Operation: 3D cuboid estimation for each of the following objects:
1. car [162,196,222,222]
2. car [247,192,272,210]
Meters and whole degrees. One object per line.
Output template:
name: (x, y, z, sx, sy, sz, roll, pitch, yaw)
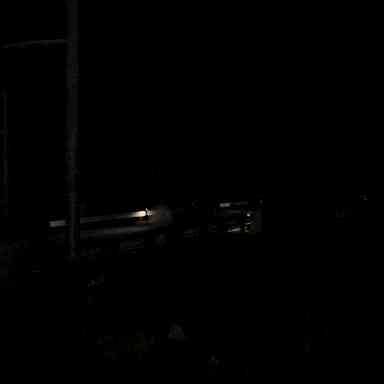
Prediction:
car: (0.074, 1.091, 22.957, 2.128, 1.511, 4.902, 0, 3, 41)
car: (6.951, 0.779, 30.655, 1.882, 1.535, 5.008, 0, 1, 42)
